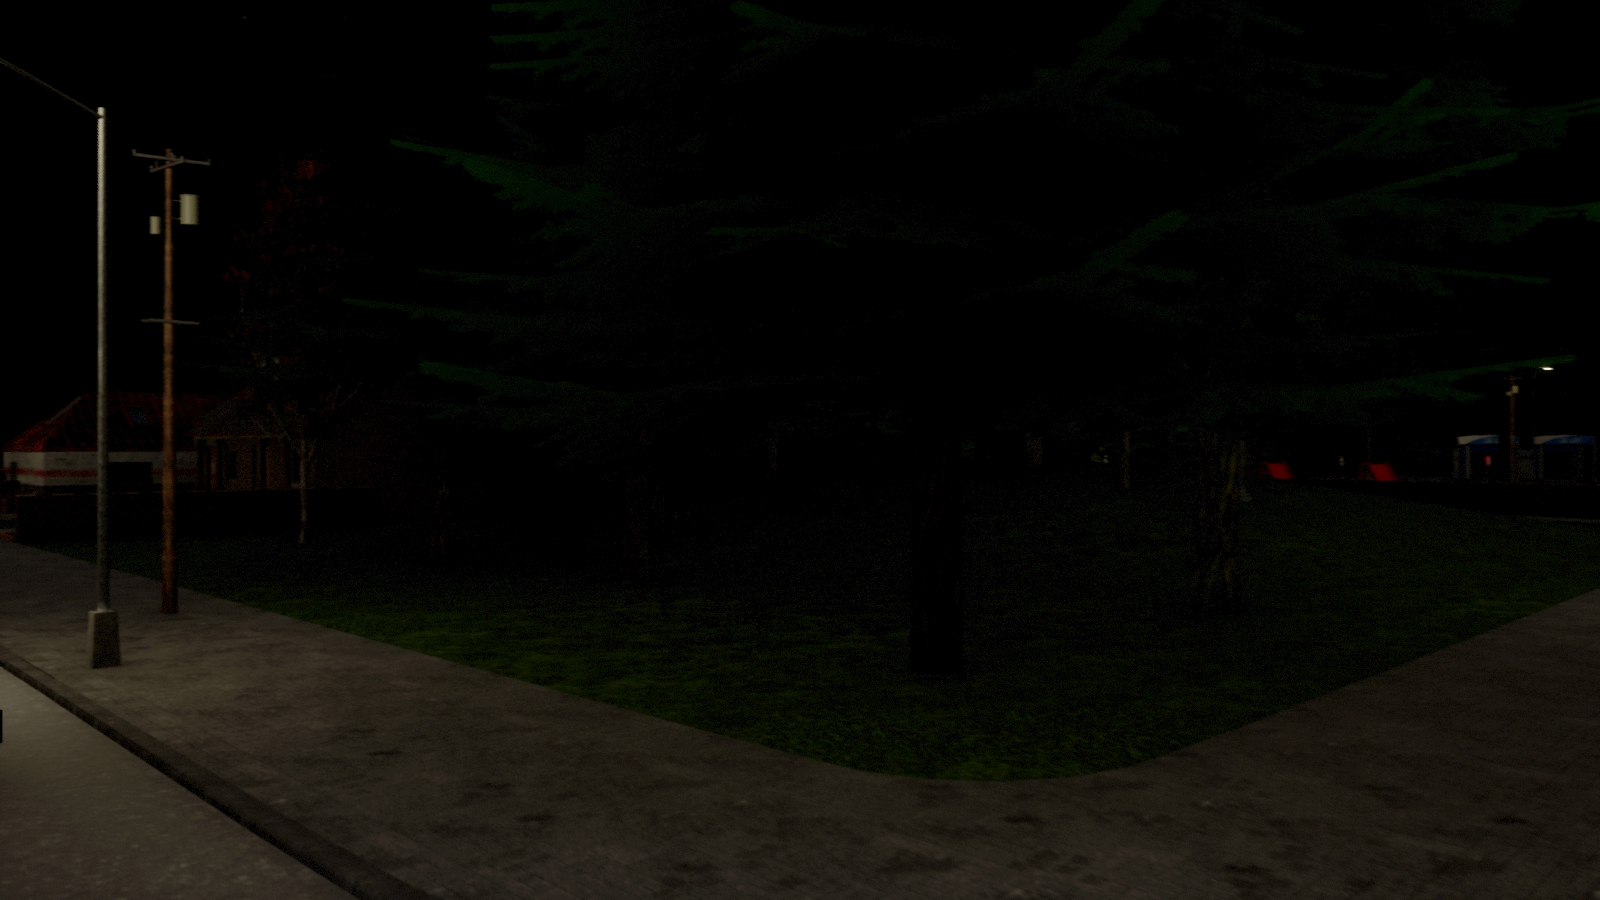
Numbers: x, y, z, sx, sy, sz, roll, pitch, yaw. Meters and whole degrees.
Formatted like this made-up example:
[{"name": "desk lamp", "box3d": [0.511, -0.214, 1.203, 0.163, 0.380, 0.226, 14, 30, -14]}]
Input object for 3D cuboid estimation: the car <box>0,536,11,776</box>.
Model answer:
[{"name": "car", "box3d": [-8.519, 1.629, 9.988, 1.932, 1.855, 4.605, 0, 0, -44]}]
